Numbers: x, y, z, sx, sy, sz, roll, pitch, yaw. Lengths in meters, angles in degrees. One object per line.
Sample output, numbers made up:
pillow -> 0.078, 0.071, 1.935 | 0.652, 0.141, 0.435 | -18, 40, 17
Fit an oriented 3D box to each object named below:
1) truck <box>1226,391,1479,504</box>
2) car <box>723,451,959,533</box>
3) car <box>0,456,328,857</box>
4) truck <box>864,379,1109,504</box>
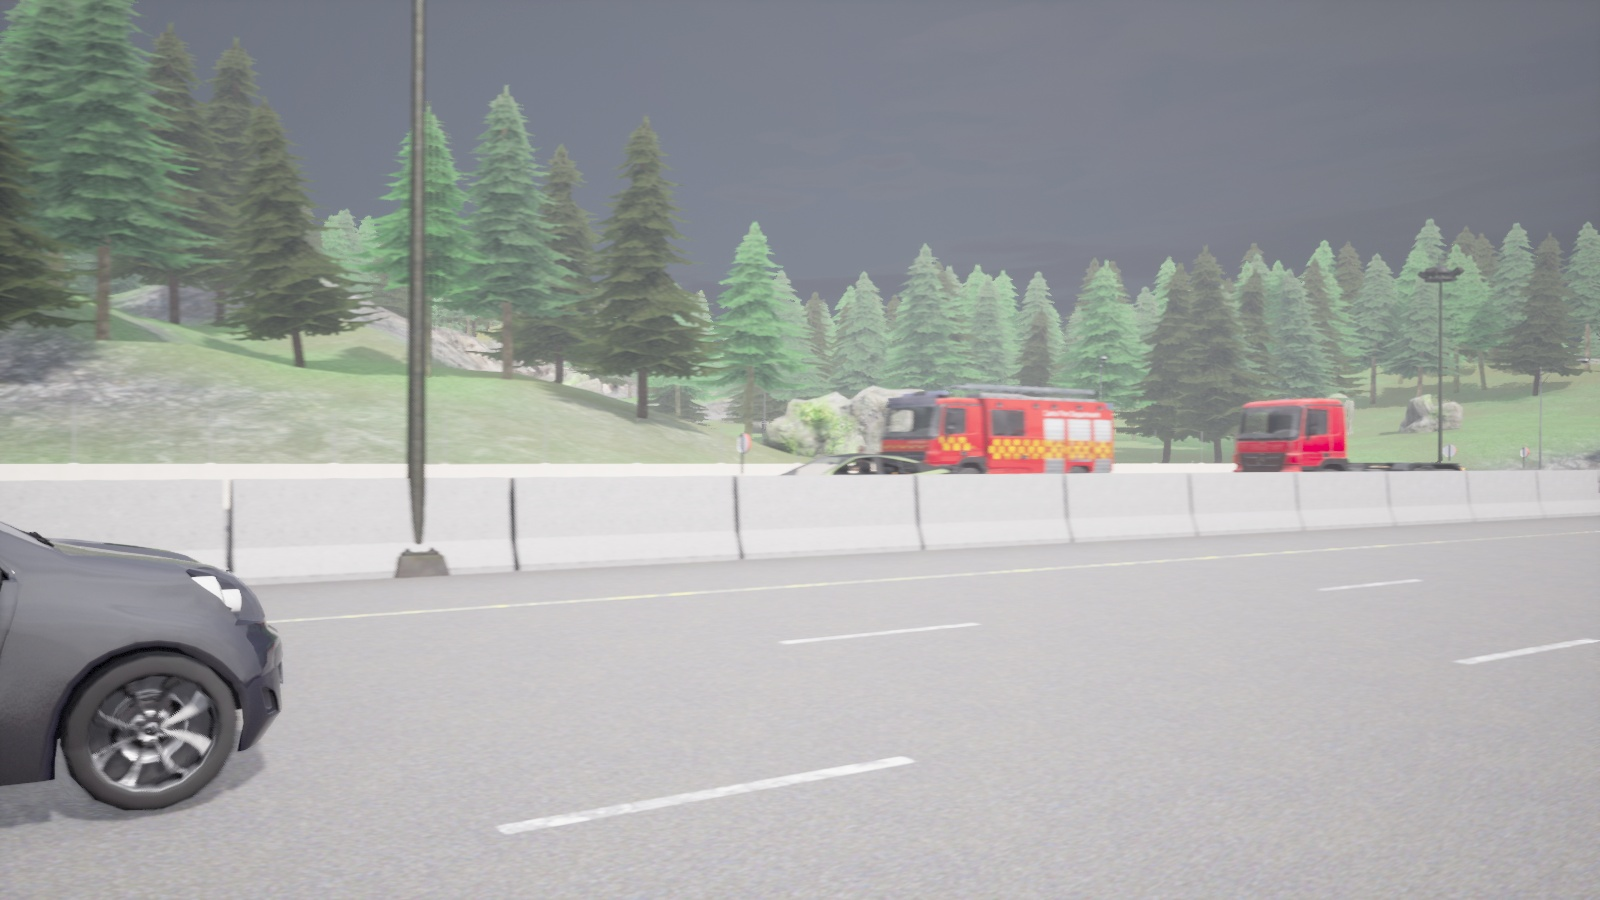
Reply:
truck -> 18.251, -0.066, 41.475 | 7.936, 3.462, 2.891 | 0, 0, -22
car -> 0.883, 0.795, 25.594 | 4.514, 1.525, 2.007 | 0, 0, -35
car -> -4.045, 0.779, 5.107 | 3.633, 1.501, 1.845 | 0, 0, -35
truck -> 6.400, -0.248, 42.229 | 8.468, 3.827, 2.891 | 0, 0, -35
